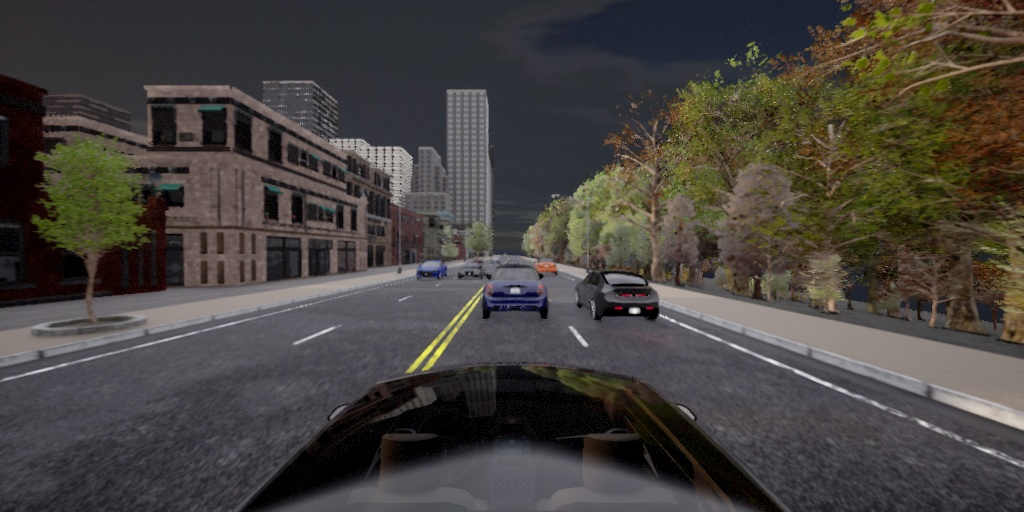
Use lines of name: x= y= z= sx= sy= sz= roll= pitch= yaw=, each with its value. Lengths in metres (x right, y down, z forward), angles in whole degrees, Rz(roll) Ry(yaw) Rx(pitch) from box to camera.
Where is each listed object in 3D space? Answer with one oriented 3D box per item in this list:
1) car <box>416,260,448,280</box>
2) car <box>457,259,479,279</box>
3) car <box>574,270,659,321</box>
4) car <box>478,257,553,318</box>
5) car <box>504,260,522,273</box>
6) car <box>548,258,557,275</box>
car: x=-6.592 y=1.114 z=29.999 sx=1.882 sy=1.535 sz=5.008 roll=0 pitch=0 yaw=0
car: x=-3.342 y=1.200 z=30.050 sx=1.994 sy=1.385 sz=4.181 roll=0 pitch=0 yaw=0
car: x=3.350 y=1.215 z=12.213 sx=1.837 sy=1.490 sz=4.892 roll=0 pitch=1 yaw=0
car: x=0.099 y=1.057 z=12.978 sx=2.097 sy=1.767 sz=4.553 roll=0 pitch=0 yaw=0
car: x=0.099 y=1.152 z=41.868 sx=1.994 sy=1.385 sz=4.181 roll=0 pitch=0 yaw=0
car: x=3.348 y=0.959 z=36.931 sx=2.097 sy=1.767 sz=4.553 roll=0 pitch=0 yaw=0
